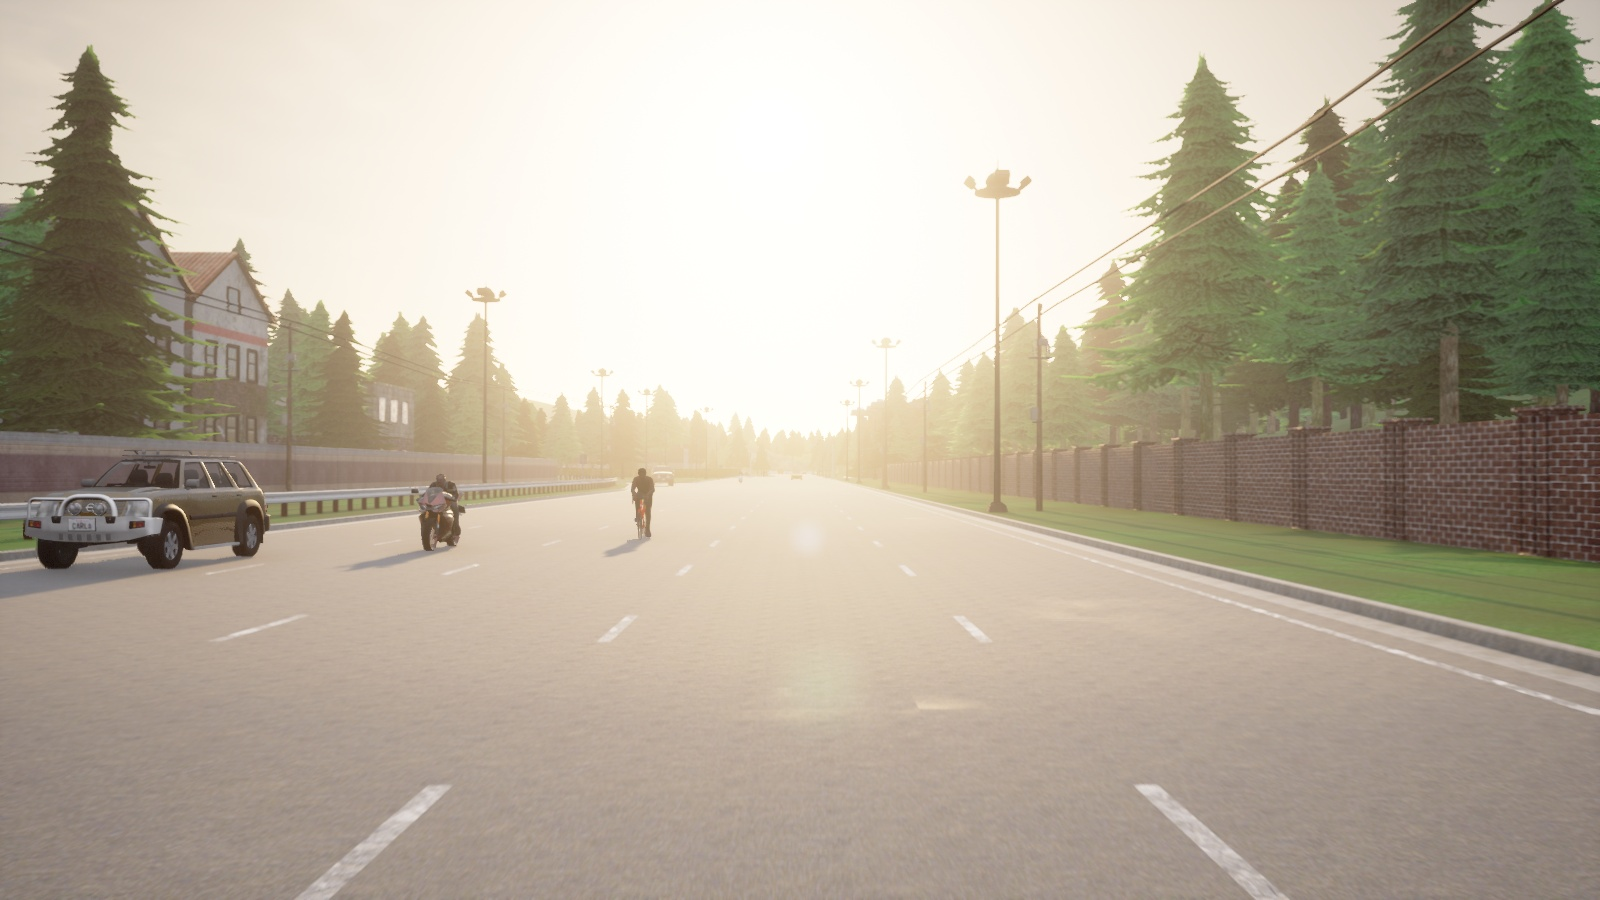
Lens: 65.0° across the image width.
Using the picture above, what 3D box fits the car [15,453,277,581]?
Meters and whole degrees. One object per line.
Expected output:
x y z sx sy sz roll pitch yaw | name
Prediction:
-10.551 1.020 20.717 1.932 1.855 4.605 0 -1 0 | car

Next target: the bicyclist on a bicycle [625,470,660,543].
-3.569 1.260 28.588 0.582 1.620 1.656 0 -1 0 | bicyclist on a bicycle

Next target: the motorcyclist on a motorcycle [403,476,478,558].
-7.060 1.293 24.775 0.866 1.530 2.191 0 -1 0 | motorcyclist on a motorcycle
